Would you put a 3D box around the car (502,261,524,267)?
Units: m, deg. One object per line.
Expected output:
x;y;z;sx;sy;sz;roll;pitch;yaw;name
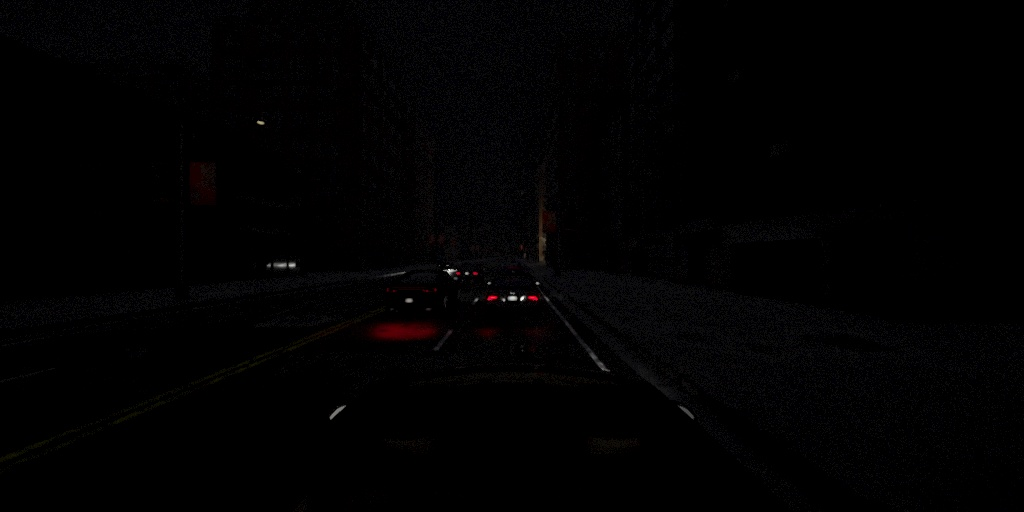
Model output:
0.078;1.238;33.357;1.882;1.535;5.008;0;0;0;car

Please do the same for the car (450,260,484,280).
-3.207;1.306;28.117;2.033;1.411;5.357;0;0;1;car

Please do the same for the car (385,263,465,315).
-3.201;1.231;13.713;1.882;1.535;5.008;0;0;1;car

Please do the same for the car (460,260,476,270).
-6.576;1.294;53.717;1.812;1.442;4.674;0;0;0;car

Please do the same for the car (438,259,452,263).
-9.824;1.271;53.653;1.837;1.490;4.892;0;0;0;car

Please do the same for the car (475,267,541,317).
0.043;1.301;13.130;2.033;1.411;5.357;0;0;1;car
